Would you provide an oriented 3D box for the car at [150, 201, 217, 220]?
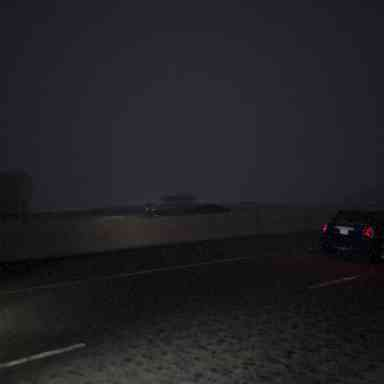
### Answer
[{"bbox_3d":[-0.685,1.525,28.320,5.357,1.411,2.033,0,0,-30],"label":"car"}]

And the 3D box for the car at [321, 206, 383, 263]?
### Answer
[{"bbox_3d":[6.883,1.354,12.187,4.553,1.767,2.097,0,0,-31],"label":"car"}]

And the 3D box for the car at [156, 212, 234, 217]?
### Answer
[{"bbox_3d":[0.480,1.490,20.826,4.892,1.490,1.837,0,0,-31],"label":"car"}]
